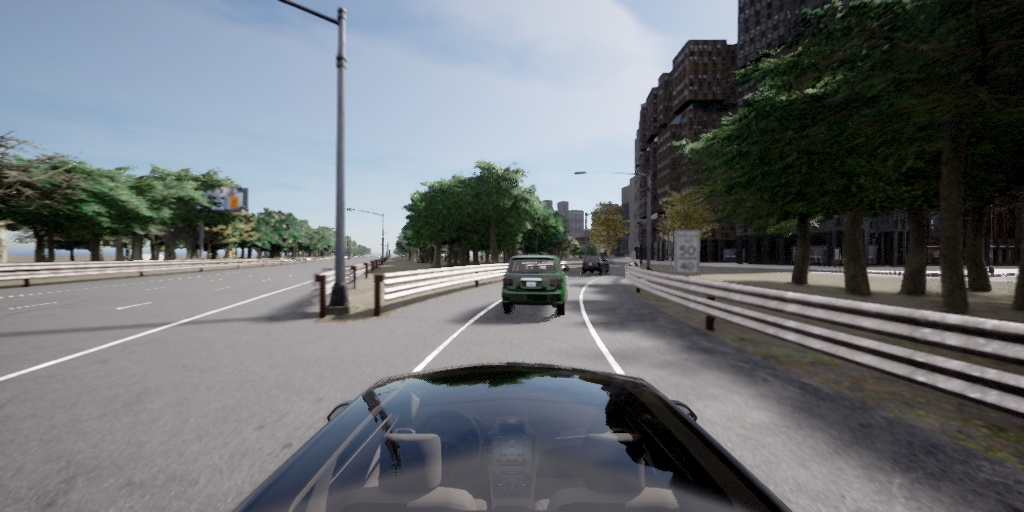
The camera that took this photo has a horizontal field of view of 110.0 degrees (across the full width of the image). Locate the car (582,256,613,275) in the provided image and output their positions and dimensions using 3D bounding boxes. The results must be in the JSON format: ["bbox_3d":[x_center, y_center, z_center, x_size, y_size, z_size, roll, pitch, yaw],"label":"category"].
[{"bbox_3d":[9.317,1.000,39.787,2.150,2.045,5.566,0,0,25],"label":"car"}]

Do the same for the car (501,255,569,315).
[{"bbox_3d":[1.025,0.990,13.950,2.150,2.045,5.566,0,0,9],"label":"car"}]
